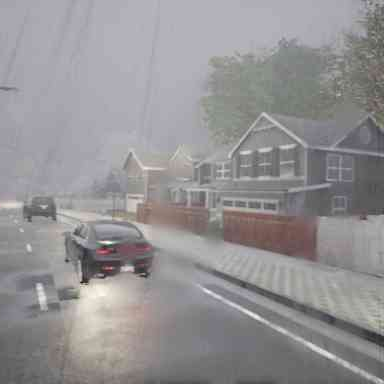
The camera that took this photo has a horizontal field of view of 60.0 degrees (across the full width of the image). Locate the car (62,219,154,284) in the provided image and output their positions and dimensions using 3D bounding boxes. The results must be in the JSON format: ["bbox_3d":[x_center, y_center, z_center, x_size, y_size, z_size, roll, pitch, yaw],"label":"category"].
[{"bbox_3d":[-2.650,1.585,9.989,1.837,1.490,4.892,1,-1,-28],"label":"car"}]

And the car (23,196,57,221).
[{"bbox_3d":[-13.069,1.340,28.483,2.150,2.045,5.566,1,-1,-31],"label":"car"}]
